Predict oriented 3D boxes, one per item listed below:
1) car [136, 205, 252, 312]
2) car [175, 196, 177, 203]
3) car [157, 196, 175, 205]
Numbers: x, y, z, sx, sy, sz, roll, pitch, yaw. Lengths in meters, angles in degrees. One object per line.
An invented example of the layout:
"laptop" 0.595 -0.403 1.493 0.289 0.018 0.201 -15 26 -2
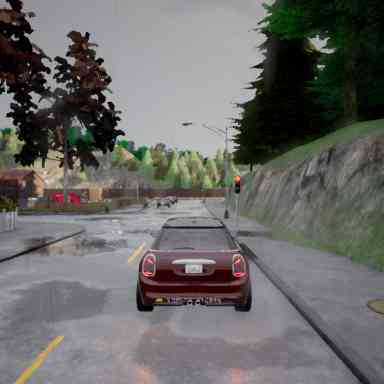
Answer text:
"car" 0.055 1.352 7.891 2.097 1.767 4.553 0 0 1
"car" -4.064 1.526 59.090 1.812 1.442 4.674 0 0 0
"car" -4.087 1.491 49.060 2.128 1.511 4.902 0 0 0
